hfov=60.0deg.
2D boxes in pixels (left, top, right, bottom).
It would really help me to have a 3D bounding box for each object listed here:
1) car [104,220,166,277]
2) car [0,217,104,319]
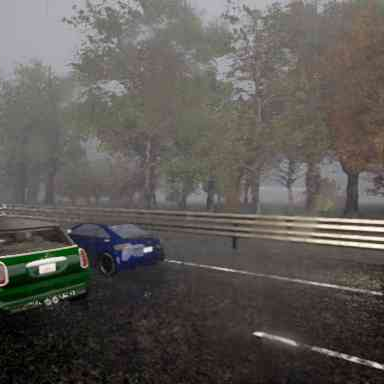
[{"bbox_3d":[-2.844,1.558,10.324,4.181,1.385,1.994,0,0,36],"label":"car"},{"bbox_3d":[-4.241,1.347,7.020,4.553,1.767,2.097,0,0,36],"label":"car"}]
